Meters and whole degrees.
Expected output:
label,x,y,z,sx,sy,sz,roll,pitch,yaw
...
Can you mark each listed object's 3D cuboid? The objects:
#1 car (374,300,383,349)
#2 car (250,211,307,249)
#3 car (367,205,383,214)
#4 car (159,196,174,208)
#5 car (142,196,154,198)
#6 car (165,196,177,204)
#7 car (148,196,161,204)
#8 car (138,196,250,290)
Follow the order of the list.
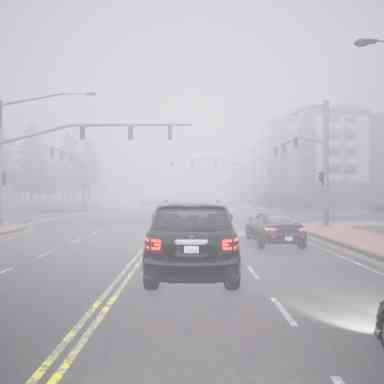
label,x,y,z,sx,sy,sz,roll,pitch,yaw
car,3.592,1.564,3.031,1.994,1.385,4.181,0,0,0
car,3.507,1.526,14.366,1.812,1.442,4.674,0,0,0
car,20.720,1.600,34.166,4.718,1.301,1.895,0,0,-2
car,-3.845,1.477,50.467,1.882,1.535,5.008,0,0,0
car,-7.348,1.477,53.045,1.882,1.535,5.008,0,0,-1
car,-3.883,1.477,62.933,1.882,1.535,5.008,0,0,0
car,-7.373,1.492,65.541,2.128,1.511,4.902,0,0,0
car,0.002,1.221,9.199,2.150,2.045,5.566,0,0,0
